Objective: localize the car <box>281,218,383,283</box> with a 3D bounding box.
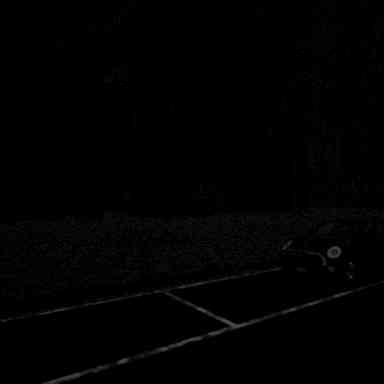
[{"bbox_3d":[4.493,1.528,9.855,4.097,1.590,1.967,1,0,-36],"label":"car"}]
